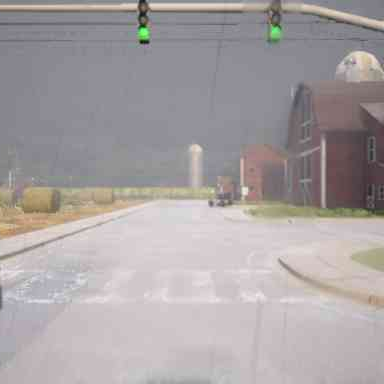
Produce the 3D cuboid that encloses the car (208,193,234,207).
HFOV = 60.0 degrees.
[{"bbox_3d":[4.170,1.150,48.310,1.905,1.878,3.866,-8,3,-42],"label":"car"}]

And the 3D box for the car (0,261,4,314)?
[{"bbox_3d":[-3.503,1.114,2.011,2.150,2.045,5.566,0,1,0],"label":"car"}]
